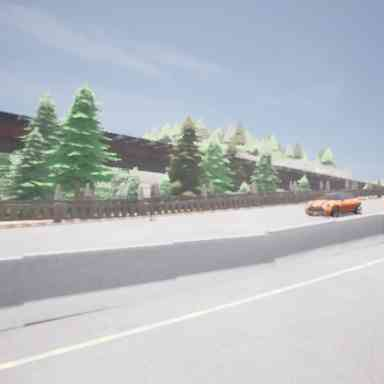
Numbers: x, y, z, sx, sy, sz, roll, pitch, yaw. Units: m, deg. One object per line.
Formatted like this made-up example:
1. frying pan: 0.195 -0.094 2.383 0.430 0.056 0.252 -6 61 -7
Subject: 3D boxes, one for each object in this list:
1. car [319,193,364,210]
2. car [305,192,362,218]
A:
1. car: 14.061 0.833 31.211 4.181 1.385 1.994 -2 1 -35
2. car: 10.307 0.830 24.237 4.553 1.767 2.097 -2 1 -35
